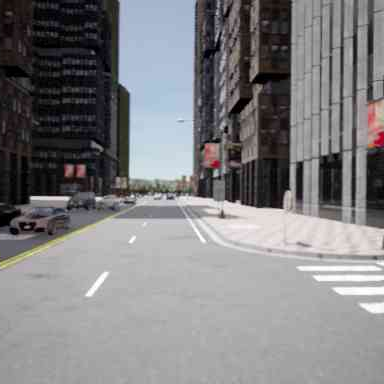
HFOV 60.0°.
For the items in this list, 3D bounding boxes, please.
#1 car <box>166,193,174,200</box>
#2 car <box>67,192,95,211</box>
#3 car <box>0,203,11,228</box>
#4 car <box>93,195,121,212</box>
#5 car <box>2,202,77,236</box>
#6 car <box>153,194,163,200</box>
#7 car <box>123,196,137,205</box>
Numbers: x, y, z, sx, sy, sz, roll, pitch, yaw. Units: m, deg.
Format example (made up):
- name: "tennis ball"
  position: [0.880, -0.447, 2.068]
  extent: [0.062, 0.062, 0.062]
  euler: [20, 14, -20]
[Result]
- name: "car"
  position: [-5.582, 1.130, 85.170]
  extent: [2.097, 1.767, 4.553]
  euler: [1, 0, -4]
- name: "car"
  position: [-12.402, 1.020, 37.750]
  extent: [2.150, 2.045, 5.566]
  euler: [1, 0, -4]
- name: "car"
  position: [-11.170, 1.330, 18.346]
  extent: [1.882, 1.535, 5.008]
  euler: [1, 0, -4]
- name: "car"
  position: [-9.072, 1.367, 36.434]
  extent: [1.812, 1.442, 4.674]
  euler: [1, 0, -3]
- name: "car"
  position: [-7.868, 1.456, 17.631]
  extent: [1.994, 1.385, 4.181]
  euler: [1, 0, -4]
- name: "car"
  position: [-8.832, 1.332, 85.022]
  extent: [1.895, 1.301, 4.718]
  euler: [1, 0, -4]
- name: "car"
  position: [-10.172, 1.402, 55.121]
  extent: [2.033, 1.411, 5.357]
  euler: [1, 0, -4]
